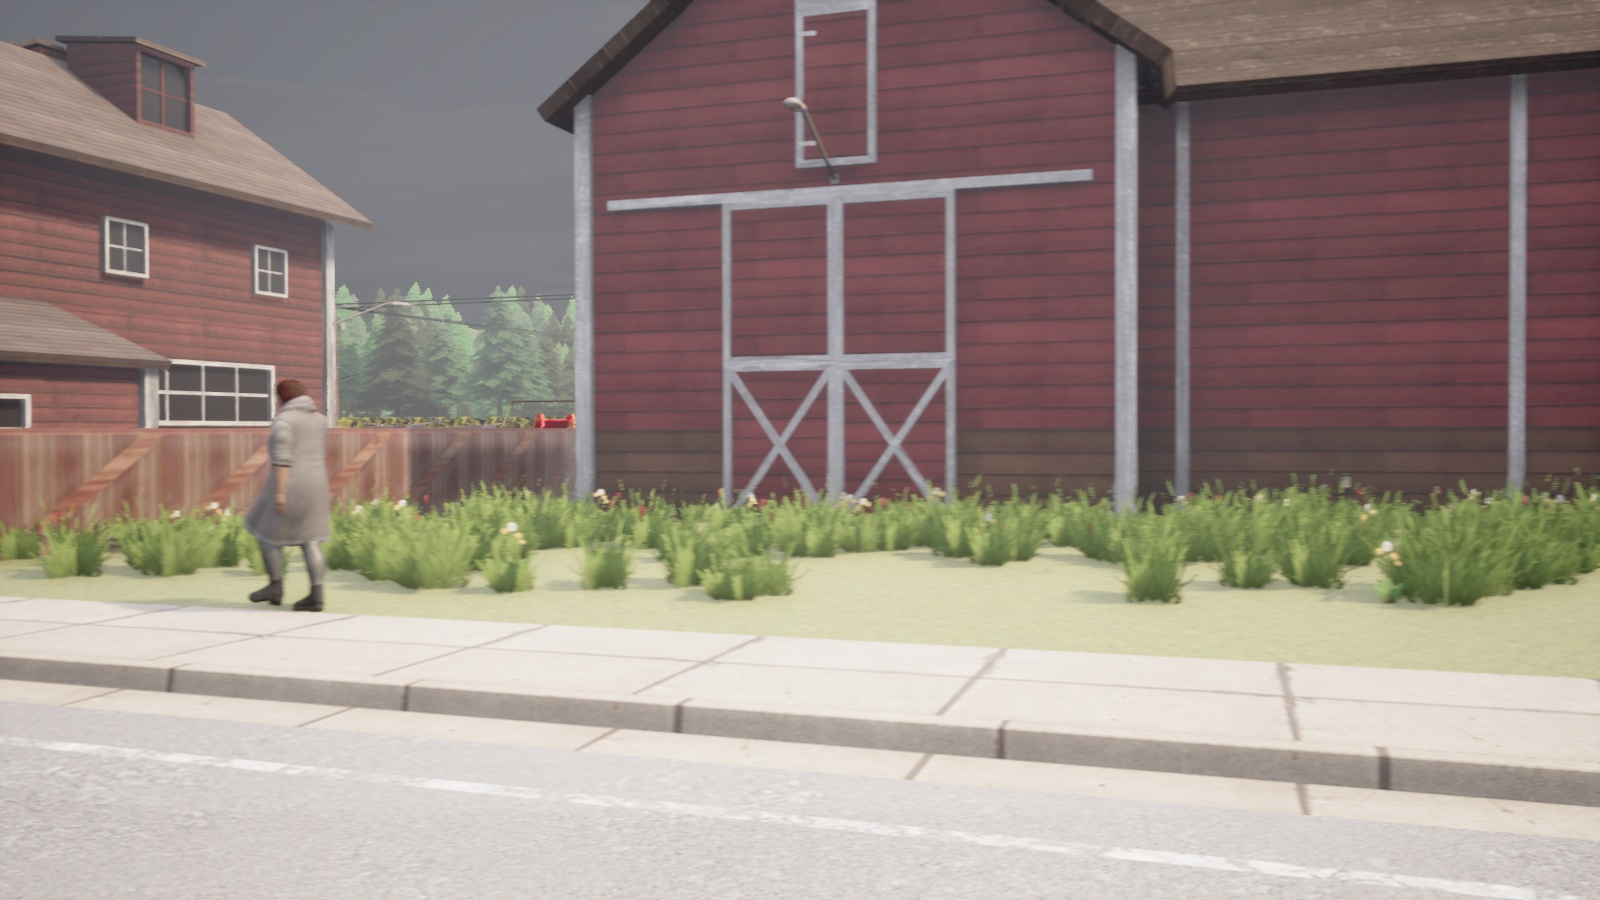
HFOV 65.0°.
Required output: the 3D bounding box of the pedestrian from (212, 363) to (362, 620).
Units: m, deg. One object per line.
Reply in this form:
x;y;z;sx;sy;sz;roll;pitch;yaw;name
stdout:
-4.051;0.307;9.949;0.873;1.952;0.659;1;1;18;pedestrian
